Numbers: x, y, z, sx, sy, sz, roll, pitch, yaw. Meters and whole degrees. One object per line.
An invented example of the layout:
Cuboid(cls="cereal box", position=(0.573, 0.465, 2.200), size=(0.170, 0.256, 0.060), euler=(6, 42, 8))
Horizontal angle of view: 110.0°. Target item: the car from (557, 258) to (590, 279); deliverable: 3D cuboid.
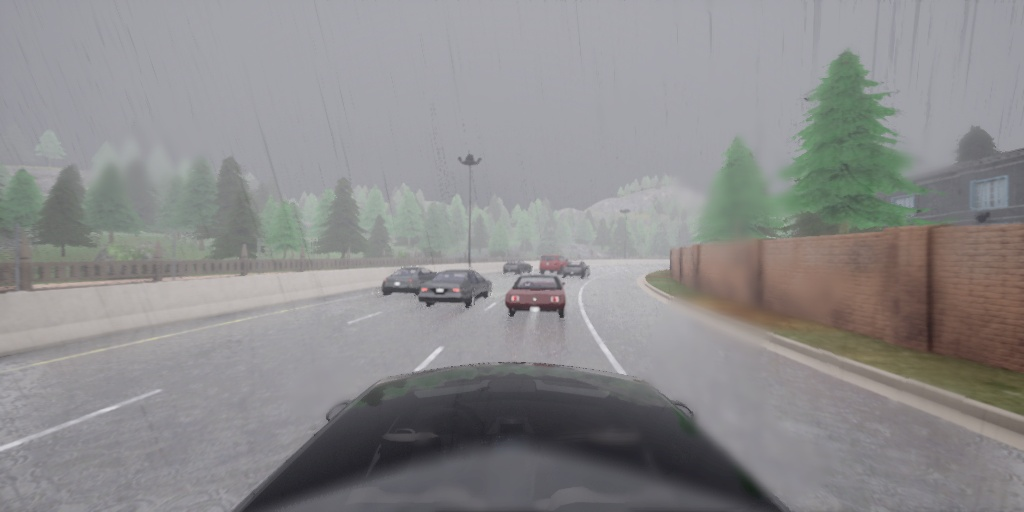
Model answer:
Cuboid(cls="car", position=(5.791, 1.193, 31.955), size=(2.128, 1.511, 4.902), euler=(0, 0, 20))

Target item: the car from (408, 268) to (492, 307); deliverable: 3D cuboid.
Cuboid(cls="car", position=(-2.202, 1.264, 15.233), size=(2.033, 1.411, 5.357), euler=(0, 0, 8))

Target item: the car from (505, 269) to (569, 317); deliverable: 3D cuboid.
Cuboid(cls="car", position=(1.003, 1.329, 13.111), size=(1.895, 1.301, 4.718), euler=(0, 0, 8))

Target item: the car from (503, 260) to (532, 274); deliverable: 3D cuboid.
Cuboid(cls="car", position=(0.660, 1.167, 37.946), size=(2.128, 1.511, 4.902), euler=(0, 0, 22))

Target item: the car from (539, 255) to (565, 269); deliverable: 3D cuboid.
Cuboid(cls="car", position=(4.664, 0.906, 38.504), size=(2.150, 2.045, 5.566), euler=(0, 0, 24))

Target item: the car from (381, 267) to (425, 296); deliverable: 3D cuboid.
Cuboid(cls="car", position=(-5.050, 1.265, 18.861), size=(1.994, 1.385, 4.181), euler=(0, 0, 10))
